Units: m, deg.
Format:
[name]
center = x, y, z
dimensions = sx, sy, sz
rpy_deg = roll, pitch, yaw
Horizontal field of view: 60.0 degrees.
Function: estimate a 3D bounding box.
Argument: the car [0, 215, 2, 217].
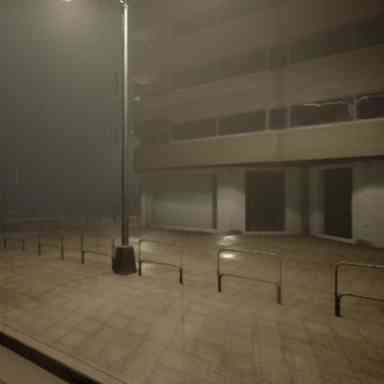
[car]
center = -16.616, 1.679, 24.200
dimensions = 1.895, 1.301, 4.718
rpy_deg = 0, 0, 36
